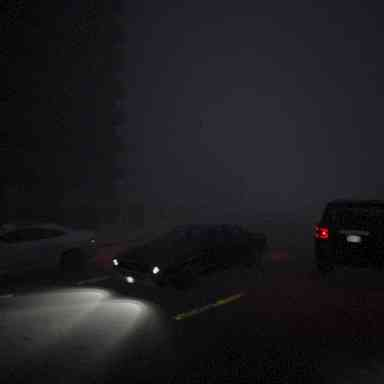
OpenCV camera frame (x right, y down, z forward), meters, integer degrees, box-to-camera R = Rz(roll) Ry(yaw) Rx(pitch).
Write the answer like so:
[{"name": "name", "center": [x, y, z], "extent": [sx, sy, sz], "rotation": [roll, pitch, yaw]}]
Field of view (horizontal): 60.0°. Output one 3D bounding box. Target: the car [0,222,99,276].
[{"name": "car", "center": [-4.942, 1.592, 9.263], "extent": [4.674, 1.442, 1.812], "rotation": [0, 0, -42]}]

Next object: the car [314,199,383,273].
[{"name": "car", "center": [5.370, 1.232, 10.139], "extent": [2.150, 2.045, 5.566], "rotation": [0, -1, 34]}]

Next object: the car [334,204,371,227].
[{"name": "car", "center": [11.416, 1.600, 23.863], "extent": [1.994, 1.385, 4.181], "rotation": [0, 0, 21]}]

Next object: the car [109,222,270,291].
[{"name": "car", "center": [0.318, 1.586, 9.524], "extent": [2.033, 1.411, 5.357], "rotation": [0, 0, 40]}]
